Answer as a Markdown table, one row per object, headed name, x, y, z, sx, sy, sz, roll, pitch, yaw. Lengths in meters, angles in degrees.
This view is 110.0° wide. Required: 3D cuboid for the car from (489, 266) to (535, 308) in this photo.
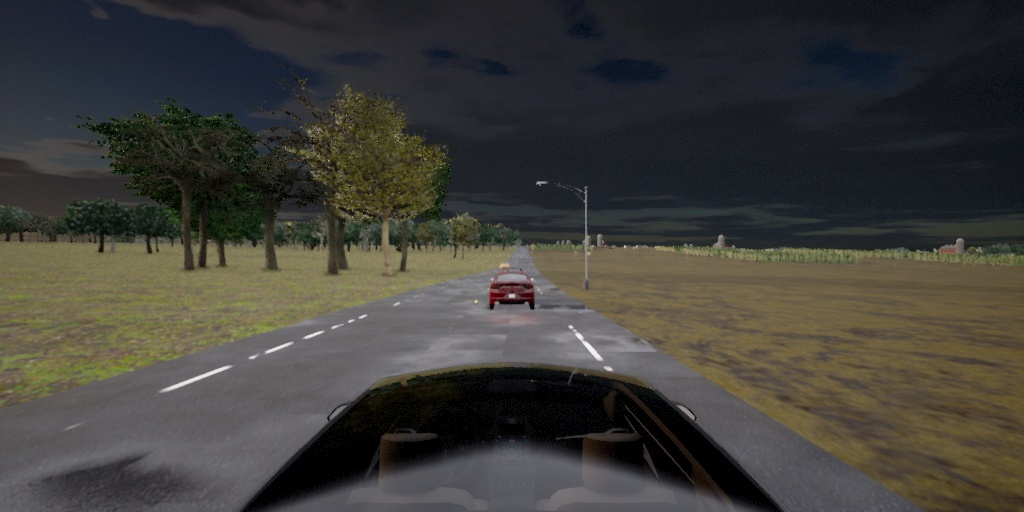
| name | x | y | z | sx | sy | sz | roll | pitch | yaw |
| --- | --- | --- | --- | --- | --- | --- | --- | --- | --- |
| car | 0.011 | 1.419 | 16.336 | 1.882 | 1.535 | 5.008 | 0 | -1 | 0 |
